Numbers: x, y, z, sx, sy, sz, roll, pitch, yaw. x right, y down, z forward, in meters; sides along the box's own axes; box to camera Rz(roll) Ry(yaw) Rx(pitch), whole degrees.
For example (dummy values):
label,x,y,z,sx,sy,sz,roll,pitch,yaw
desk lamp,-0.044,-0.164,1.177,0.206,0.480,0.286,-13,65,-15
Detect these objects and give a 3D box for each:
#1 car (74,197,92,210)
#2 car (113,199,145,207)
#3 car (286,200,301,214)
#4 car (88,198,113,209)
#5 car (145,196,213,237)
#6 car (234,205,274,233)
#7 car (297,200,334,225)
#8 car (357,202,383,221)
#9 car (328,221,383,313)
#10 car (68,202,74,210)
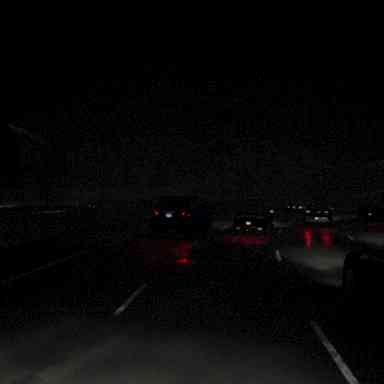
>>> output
label,x,y,z,sx,sy,sz,roll,pitch,yaw
car,-11.009,1.506,38.854,1.812,1.442,4.674,0,0,29
car,-5.568,1.505,34.168,1.837,1.490,4.892,0,0,27
car,11.912,1.625,36.129,2.033,1.411,5.357,0,0,35
car,-8.605,1.590,36.000,1.895,1.301,4.718,0,0,27
car,-0.378,1.232,18.572,2.150,2.045,5.566,0,0,16
car,3.791,1.508,19.995,1.882,1.535,5.008,0,0,18
car,9.258,1.549,24.335,2.128,1.511,4.902,0,0,23
car,14.956,1.562,27.845,1.882,1.535,5.008,0,0,29
car,4.068,1.513,5.399,2.128,1.511,4.902,0,0,6
car,-13.285,1.451,41.947,1.882,1.535,5.008,0,0,29
